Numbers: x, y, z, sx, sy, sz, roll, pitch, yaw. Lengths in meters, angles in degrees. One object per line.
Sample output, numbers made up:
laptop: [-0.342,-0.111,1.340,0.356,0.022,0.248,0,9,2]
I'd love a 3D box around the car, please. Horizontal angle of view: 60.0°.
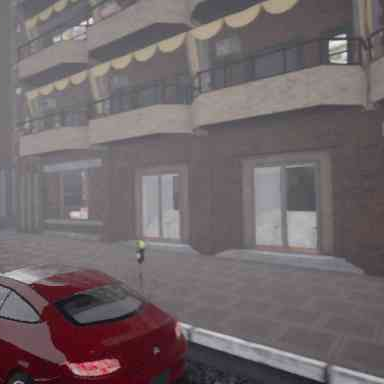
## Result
car: [-1.989,1.615,4.309,4.206,1.307,1.802,-1,-1,36]
